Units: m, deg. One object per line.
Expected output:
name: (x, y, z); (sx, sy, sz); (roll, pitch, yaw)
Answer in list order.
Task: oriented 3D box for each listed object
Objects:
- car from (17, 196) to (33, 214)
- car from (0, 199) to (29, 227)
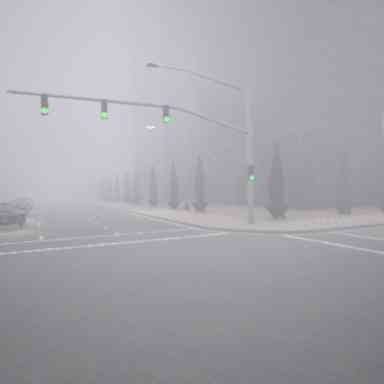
car: (-16.162, 1.474, 30.868); (2.128, 1.511, 4.902); (-2, 1, -24)
car: (-12.174, 1.469, 22.121); (1.882, 1.535, 5.008); (-2, 1, -25)
